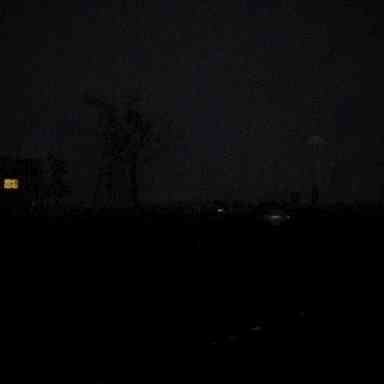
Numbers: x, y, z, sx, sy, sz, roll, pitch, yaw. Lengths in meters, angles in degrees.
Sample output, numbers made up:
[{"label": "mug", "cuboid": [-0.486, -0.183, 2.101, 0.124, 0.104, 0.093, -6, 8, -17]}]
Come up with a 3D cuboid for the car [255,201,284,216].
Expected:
[{"label": "car", "cuboid": [8.461, 1.726, 35.982, 1.837, 1.490, 4.892, 0, -1, -15]}]

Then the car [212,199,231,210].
[{"label": "car", "cuboid": [4.446, 1.946, 51.493, 1.837, 1.490, 4.892, 0, 0, -15]}]
